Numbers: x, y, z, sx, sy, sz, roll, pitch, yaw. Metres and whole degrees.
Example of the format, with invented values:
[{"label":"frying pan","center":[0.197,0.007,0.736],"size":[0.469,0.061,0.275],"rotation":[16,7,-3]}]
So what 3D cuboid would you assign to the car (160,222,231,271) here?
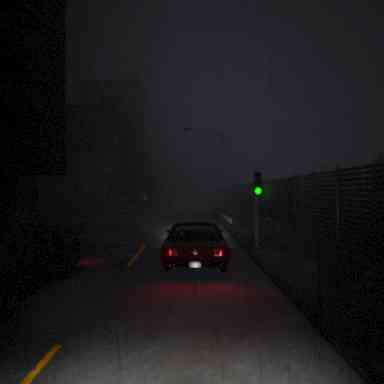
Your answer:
[{"label":"car","center":[0.096,1.632,10.954],"size":[1.895,1.301,4.718],"rotation":[0,0,0]}]

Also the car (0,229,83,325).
[{"label":"car","center":[-4.067,1.569,7.380],"size":[2.033,1.411,5.357],"rotation":[0,0,0]}]
